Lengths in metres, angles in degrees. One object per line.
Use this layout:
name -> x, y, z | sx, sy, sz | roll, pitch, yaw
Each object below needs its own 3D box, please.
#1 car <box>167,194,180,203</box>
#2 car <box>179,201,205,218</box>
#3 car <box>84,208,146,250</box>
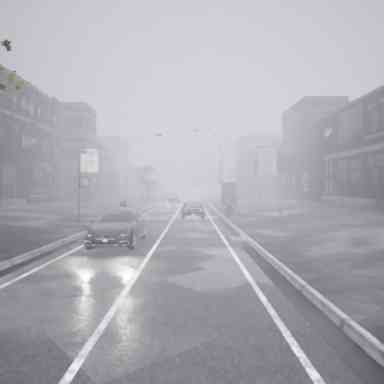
car -> -3.068, 1.067, 56.303 | 1.882, 1.535, 5.008 | 0, 1, 1
car -> 0.090, 1.481, 28.761 | 1.895, 1.301, 4.718 | 0, 1, 0
car -> -3.105, 1.480, 14.263 | 1.837, 1.490, 4.892 | 0, 0, 0
